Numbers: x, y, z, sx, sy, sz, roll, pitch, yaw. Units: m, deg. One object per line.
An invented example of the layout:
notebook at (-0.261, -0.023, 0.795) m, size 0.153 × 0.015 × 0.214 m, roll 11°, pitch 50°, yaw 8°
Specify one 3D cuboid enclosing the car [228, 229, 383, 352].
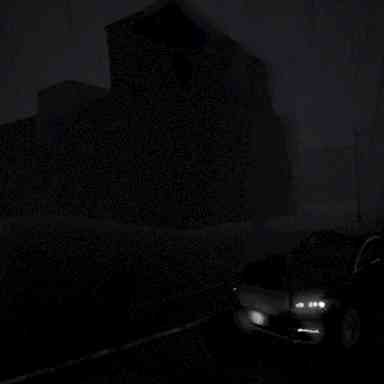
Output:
car at (2.702, 1.510, 6.360) m, size 4.902 × 1.511 × 2.128 m, roll 0°, pitch -1°, yaw -43°
